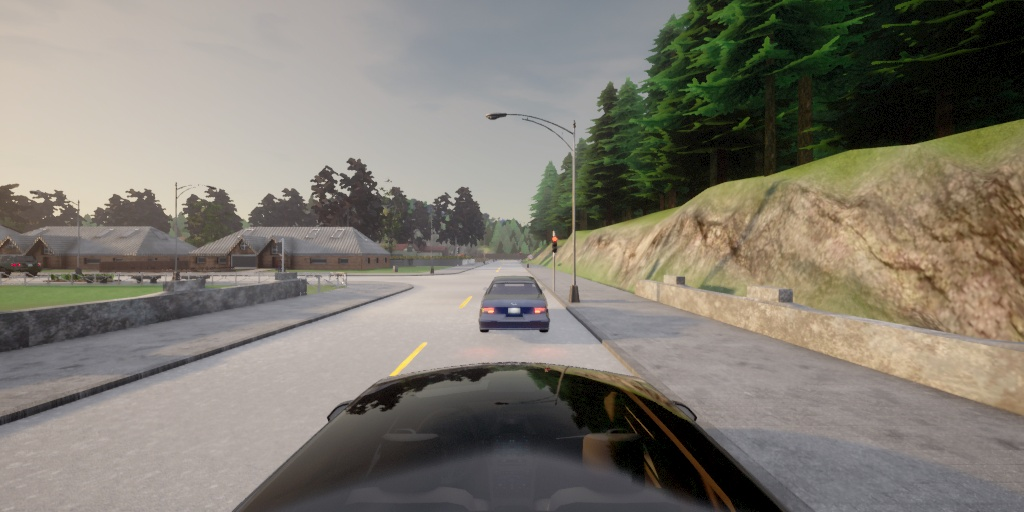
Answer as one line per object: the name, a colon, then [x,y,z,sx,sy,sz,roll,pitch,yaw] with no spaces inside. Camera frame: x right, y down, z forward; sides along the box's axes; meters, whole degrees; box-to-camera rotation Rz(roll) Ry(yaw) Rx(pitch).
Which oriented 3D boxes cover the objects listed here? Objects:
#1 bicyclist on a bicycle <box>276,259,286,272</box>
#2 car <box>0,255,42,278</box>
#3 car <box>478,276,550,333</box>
bicyclist on a bicycle: [-24.157,1.099,37.533,0.582,1.620,1.656,0,0,0]
car: [-47.370,0.971,33.288,5.566,2.045,2.150,0,0,1]
car: [0.064,1.297,10.749,2.033,1.411,5.357,0,0,0]
